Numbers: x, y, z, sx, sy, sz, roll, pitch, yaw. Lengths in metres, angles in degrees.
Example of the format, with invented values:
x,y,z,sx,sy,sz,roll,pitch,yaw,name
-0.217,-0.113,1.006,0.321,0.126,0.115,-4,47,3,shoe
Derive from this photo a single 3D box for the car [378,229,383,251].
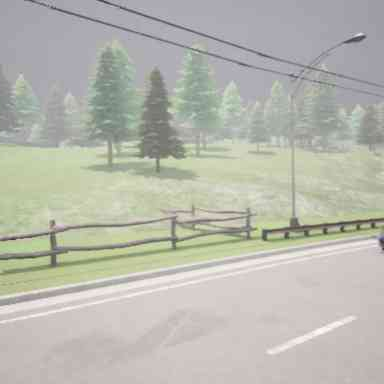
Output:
x,y,z,sx,sy,sz,roll,pitch,yaw,name
8.291,1.263,11.190,4.674,1.442,1.812,-1,0,-30,car
